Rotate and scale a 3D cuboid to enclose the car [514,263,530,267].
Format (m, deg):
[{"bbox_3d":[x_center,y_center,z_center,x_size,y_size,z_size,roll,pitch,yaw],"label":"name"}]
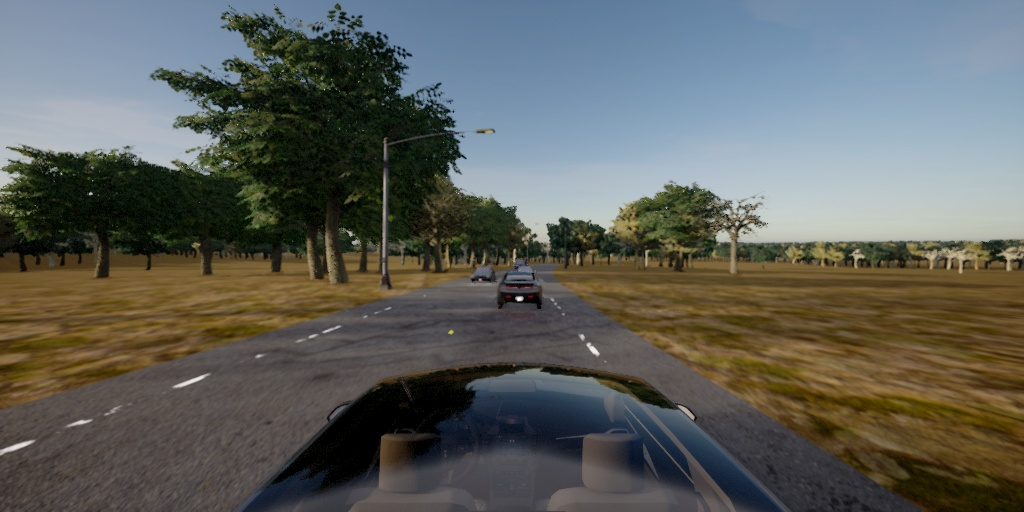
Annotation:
[{"bbox_3d":[1.349,1.725,35.567,2.033,1.411,5.357,0,-1,3],"label":"car"}]

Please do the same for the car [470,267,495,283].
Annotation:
[{"bbox_3d":[-2.540,1.679,33.199,2.033,1.411,5.357,0,-1,4],"label":"car"}]

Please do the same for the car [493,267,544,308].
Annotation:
[{"bbox_3d":[0.369,1.440,16.402,1.837,1.490,4.892,0,-1,2],"label":"car"}]
